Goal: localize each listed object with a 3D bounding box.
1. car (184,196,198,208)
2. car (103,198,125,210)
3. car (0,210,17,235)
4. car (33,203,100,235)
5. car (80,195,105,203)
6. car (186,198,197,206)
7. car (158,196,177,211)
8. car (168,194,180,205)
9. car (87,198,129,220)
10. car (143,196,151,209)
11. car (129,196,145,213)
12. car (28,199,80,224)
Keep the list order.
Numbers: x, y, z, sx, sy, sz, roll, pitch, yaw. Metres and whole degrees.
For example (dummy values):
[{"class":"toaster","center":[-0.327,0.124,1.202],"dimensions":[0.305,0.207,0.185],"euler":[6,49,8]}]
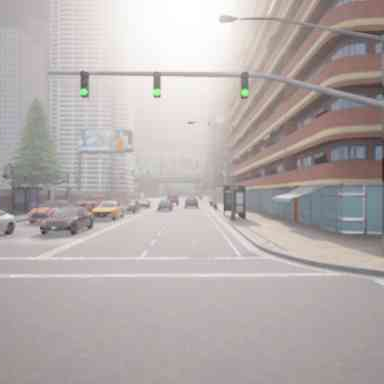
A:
[{"class":"car","center":[-0.078,1.507,51.338],"dimensions":[2.097,1.767,4.553],"euler":[0,0,0]},{"class":"car","center":[-10.613,1.613,45.680],"dimensions":[1.837,1.490,4.892],"euler":[0,0,0]},{"class":"car","center":[-10.623,1.561,16.587],"dimensions":[1.812,1.442,4.674],"euler":[0,0,2]},{"class":"car","center":[-7.113,1.579,19.424],"dimensions":[1.812,1.442,4.674],"euler":[0,0,0]},{"class":"car","center":[-10.645,1.304,35.263],"dimensions":[2.150,2.045,5.566],"euler":[0,0,0]},{"class":"car","center":[-0.092,1.740,59.806],"dimensions":[1.994,1.385,4.181],"euler":[0,0,0]},{"class":"car","center":[-3.467,1.673,43.694],"dimensions":[2.033,1.411,5.357],"euler":[0,0,0]},{"class":"car","center":[-3.514,1.389,60.993],"dimensions":[2.150,2.045,5.566],"euler":[0,0,0]},{"class":"car","center":[-7.140,1.554,28.763],"dimensions":[1.882,1.535,5.008],"euler":[0,0,0]},{"class":"car","center":[-7.099,1.652,48.467],"dimensions":[1.812,1.442,4.674],"euler":[0,0,0]},{"class":"car","center":[-7.142,1.592,38.242],"dimensions":[2.128,1.511,4.902],"euler":[0,0,0]},{"class":"car","center":[-10.636,1.410,25.534],"dimensions":[2.097,1.767,4.553],"euler":[0,0,0]}]
